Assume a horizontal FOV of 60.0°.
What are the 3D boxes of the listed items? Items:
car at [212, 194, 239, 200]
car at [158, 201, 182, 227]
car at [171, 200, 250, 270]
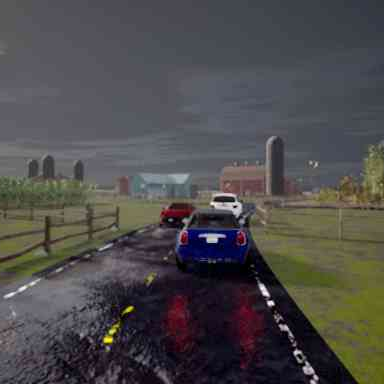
[{"bbox_3d":[2.628,1.154,25.314,2.150,2.045,5.566,0,0,11],"label":"car"},{"bbox_3d":[-0.855,1.407,22.326,1.882,1.535,5.008,0,0,9],"label":"car"},{"bbox_3d":[0.718,1.320,11.158,2.097,1.767,4.553,0,0,5],"label":"car"}]
